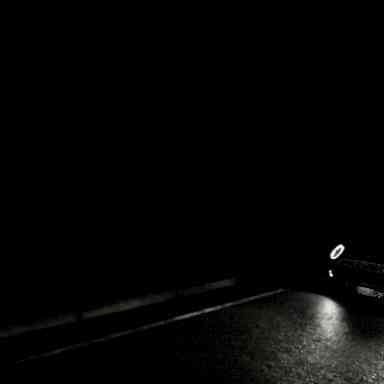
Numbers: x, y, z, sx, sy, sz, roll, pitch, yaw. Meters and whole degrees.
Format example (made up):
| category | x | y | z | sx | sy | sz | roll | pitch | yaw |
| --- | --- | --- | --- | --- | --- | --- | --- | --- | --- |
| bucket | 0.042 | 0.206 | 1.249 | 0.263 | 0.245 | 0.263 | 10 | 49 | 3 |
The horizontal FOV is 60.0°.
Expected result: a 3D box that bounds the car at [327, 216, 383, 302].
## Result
| category | x | y | z | sx | sy | sz | roll | pitch | yaw |
| --- | --- | --- | --- | --- | --- | --- | --- | --- | --- |
| car | 5.129 | 1.279 | 7.629 | 4.553 | 1.767 | 2.097 | -1 | 0 | -35 |
